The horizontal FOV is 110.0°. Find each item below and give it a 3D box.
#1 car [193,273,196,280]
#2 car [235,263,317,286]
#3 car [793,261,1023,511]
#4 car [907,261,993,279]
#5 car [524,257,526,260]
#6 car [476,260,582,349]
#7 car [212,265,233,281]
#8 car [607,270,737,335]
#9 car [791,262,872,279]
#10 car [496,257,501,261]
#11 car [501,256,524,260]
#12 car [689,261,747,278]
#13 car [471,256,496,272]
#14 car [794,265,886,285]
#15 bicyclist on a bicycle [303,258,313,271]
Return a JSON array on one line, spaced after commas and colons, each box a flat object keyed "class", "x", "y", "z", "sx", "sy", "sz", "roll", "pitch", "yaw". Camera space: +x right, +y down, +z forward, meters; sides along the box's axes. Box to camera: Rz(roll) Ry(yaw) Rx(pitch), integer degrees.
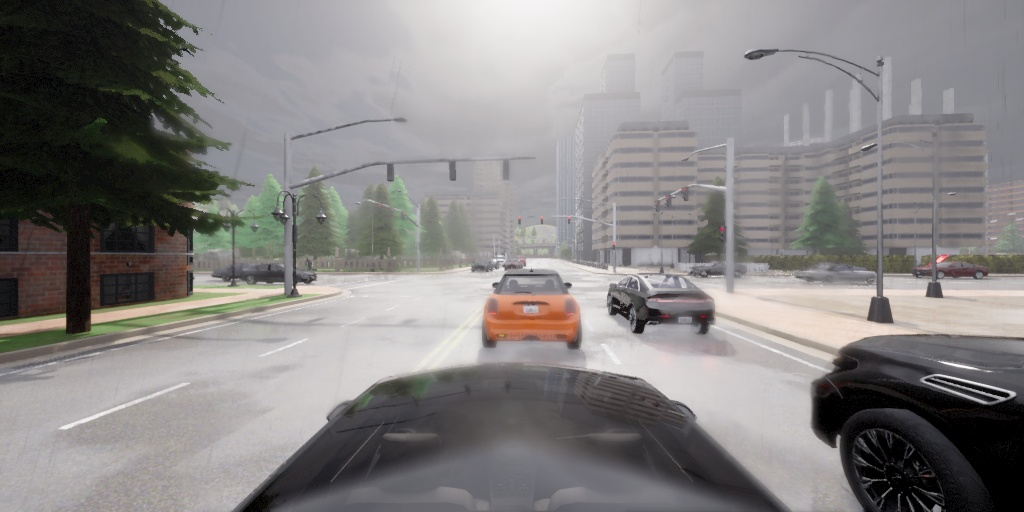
[{"class": "car", "x": -25.934, "y": 1.297, "z": 25.759, "sx": 5.357, "sy": 1.411, "sz": 2.033, "roll": 0, "pitch": 0, "yaw": 5}, {"class": "car", "x": -16.201, "y": 1.255, "z": 25.044, "sx": 4.892, "sy": 1.490, "sz": 1.837, "roll": 0, "pitch": 0, "yaw": 4}, {"class": "car", "x": 3.708, "y": 0.971, "z": 0.741, "sx": 2.150, "sy": 2.045, "sz": 5.566, "roll": 0, "pitch": 0, "yaw": 0}, {"class": "car", "x": 38.752, "y": 1.228, "z": 31.805, "sx": 5.008, "sy": 1.535, "sz": 1.882, "roll": 0, "pitch": 0, "yaw": 4}, {"class": "car", "x": 0.779, "y": 1.314, "z": 58.634, "sx": 1.994, "sy": 1.385, "sz": 4.181, "roll": 0, "pitch": 0, "yaw": 5}, {"class": "car", "x": 0.517, "y": 1.102, "z": 9.350, "sx": 2.097, "sy": 1.767, "sz": 4.553, "roll": 0, "pitch": 0, "yaw": 3}, {"class": "car", "x": -21.074, "y": 1.297, "z": 28.907, "sx": 5.357, "sy": 1.411, "sz": 2.033, "roll": 0, "pitch": 0, "yaw": 4}, {"class": "car", "x": 4.092, "y": 1.241, "z": 10.578, "sx": 2.128, "sy": 1.511, "sz": 4.902, "roll": 0, "pitch": 0, "yaw": 4}, {"class": "car", "x": 28.849, "y": 1.297, "z": 32.526, "sx": 5.357, "sy": 1.411, "sz": 2.033, "roll": 0, "pitch": 0, "yaw": 4}, {"class": "car", "x": -3.026, "y": 1.241, "z": 54.785, "sx": 2.128, "sy": 1.511, "sz": 4.902, "roll": 0, "pitch": 0, "yaw": 4}, {"class": "car", "x": 0.134, "y": 1.102, "z": 50.038, "sx": 2.097, "sy": 1.767, "sz": 4.553, "roll": 0, "pitch": 0, "yaw": 4}, {"class": "car", "x": 19.001, "y": 1.241, "z": 33.236, "sx": 4.902, "sy": 1.511, "sz": 2.128, "roll": 0, "pitch": 0, "yaw": 4}, {"class": "car", "x": -3.761, "y": 1.102, "z": 45.866, "sx": 2.097, "sy": 1.767, "sz": 4.553, "roll": 0, "pitch": 0, "yaw": 6}, {"class": "car", "x": 23.375, "y": 1.351, "z": 25.699, "sx": 4.718, "sy": 1.301, "sz": 1.895, "roll": 0, "pitch": 0, "yaw": 4}, {"class": "bicyclist on a bicycle", "x": -22.760, "y": 1.051, "z": 40.035, "sx": 0.582, "sy": 1.620, "sz": 1.656, "roll": 0, "pitch": 0, "yaw": 4}]
